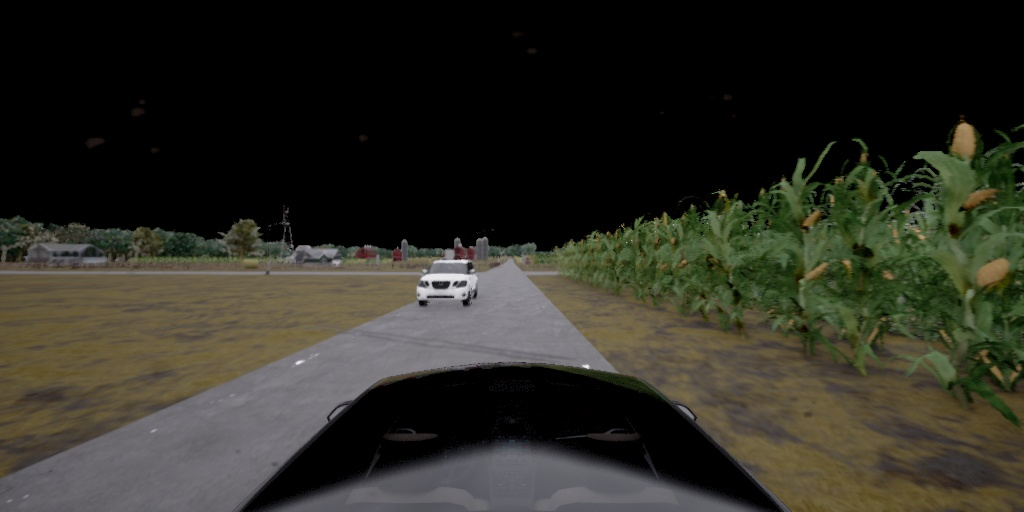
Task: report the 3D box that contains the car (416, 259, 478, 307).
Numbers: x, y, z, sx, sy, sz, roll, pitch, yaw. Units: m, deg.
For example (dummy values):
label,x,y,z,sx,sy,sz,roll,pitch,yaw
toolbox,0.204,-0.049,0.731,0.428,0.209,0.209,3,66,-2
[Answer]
label,x,y,z,sx,sy,sz,roll,pitch,yaw
car,-2.862,1.169,17.077,2.150,2.045,5.566,0,-1,0
